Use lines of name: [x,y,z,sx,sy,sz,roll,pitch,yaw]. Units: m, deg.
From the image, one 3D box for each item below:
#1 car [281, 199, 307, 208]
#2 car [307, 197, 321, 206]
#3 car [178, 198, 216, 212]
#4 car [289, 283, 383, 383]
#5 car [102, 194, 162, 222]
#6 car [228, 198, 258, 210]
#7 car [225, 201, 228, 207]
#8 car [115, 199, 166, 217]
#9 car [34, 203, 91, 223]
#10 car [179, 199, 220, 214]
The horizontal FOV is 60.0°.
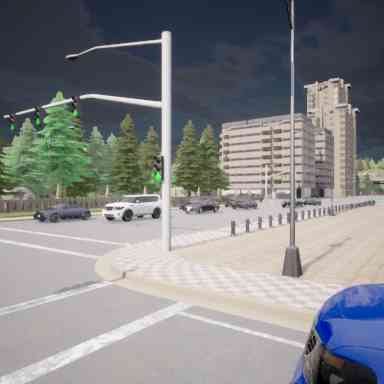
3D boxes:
car: [14.431,1.601,47.576,1.895,1.301,4.718,0,0,35]
car: [20.214,1.564,55.688,1.994,1.385,4.181,0,0,35]
car: [0.688,1.547,40.689,2.033,1.411,5.357,0,0,36]
car: [3.350,1.221,1.577,5.566,2.045,2.150,0,0,36]
car: [-4.657,1.221,27.166,2.150,2.045,5.566,0,0,35]
car: [6.931,1.564,43.390,1.994,1.385,4.181,0,0,36]
car: [6.511,1.564,48.799,1.994,1.385,4.181,0,0,36]
car: [-4.988,1.491,32.732,2.128,1.511,4.902,0,0,35]
car: [-9.950,1.564,25.771,1.994,1.385,4.181,0,0,35]
car: [1.106,1.491,35.247,2.128,1.511,4.902,0,0,36]
